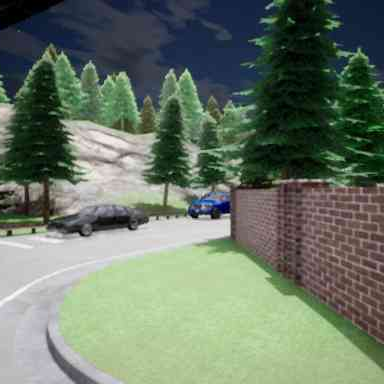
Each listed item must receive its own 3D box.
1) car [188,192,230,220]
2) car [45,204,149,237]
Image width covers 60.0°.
[{"bbox_3d":[1.940,1.009,26.112,2.150,2.045,5.566,0,0,35],"label":"car"},{"bbox_3d":[-4.497,1.336,16.820,2.033,1.411,5.357,0,0,35],"label":"car"}]
